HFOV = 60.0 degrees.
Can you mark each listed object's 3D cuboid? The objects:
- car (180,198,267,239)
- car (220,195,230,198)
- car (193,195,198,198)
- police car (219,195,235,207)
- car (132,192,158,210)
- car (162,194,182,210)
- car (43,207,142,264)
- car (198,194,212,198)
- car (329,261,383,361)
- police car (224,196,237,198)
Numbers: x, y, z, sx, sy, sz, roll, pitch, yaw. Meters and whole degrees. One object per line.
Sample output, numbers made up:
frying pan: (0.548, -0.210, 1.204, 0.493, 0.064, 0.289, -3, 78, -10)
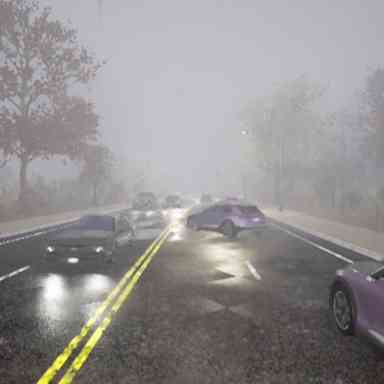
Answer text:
car: (1.659, 1.322, 17.048, 2.033, 1.649, 4.856, 0, 0, -34)
car: (4.261, 1.232, 36.430, 1.882, 1.535, 5.008, 0, 0, 3)
car: (2.173, 1.009, 79.835, 1.895, 1.301, 4.718, 0, 0, -33)
police car: (4.932, 1.174, 47.335, 2.038, 1.542, 4.974, 0, 0, 4)
car: (-5.438, 0.962, 39.160, 2.150, 2.045, 5.566, 0, 0, 3)
car: (-2.197, 1.092, 38.806, 2.097, 1.767, 4.553, 0, 0, 3)
car: (-3.218, 1.475, 11.781, 2.033, 1.411, 5.357, 0, 0, 1)
car: (2.641, 1.049, 59.681, 1.882, 1.535, 5.008, 0, 1, 6)
car: (3.264, 1.408, 3.676, 2.033, 1.649, 4.856, 0, 0, 0)
police car: (3.760, 1.340, 25.518, 2.038, 1.542, 4.974, 0, 0, 2)
